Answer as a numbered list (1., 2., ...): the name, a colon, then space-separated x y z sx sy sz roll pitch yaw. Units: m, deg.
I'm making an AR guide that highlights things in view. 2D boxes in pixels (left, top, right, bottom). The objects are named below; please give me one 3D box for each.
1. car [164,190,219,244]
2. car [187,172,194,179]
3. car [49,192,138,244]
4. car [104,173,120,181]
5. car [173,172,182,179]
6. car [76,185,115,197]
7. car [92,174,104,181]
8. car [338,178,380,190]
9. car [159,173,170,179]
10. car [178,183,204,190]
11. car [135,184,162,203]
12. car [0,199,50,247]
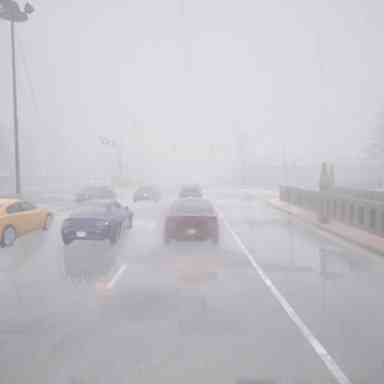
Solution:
1. car: -0.009 0.956 12.984 1.882 1.535 5.008 0 3 0
2. car: -0.478 -4.104 87.511 1.895 1.301 4.718 0 4 0
3. car: -3.510 1.012 12.870 1.812 1.442 4.674 0 4 0
4. car: -17.915 -3.558 76.333 2.097 1.767 4.553 0 4 0
5. car: -3.975 -4.129 87.041 2.033 1.411 5.357 0 4 0
6. car: -7.104 0.203 24.966 2.033 1.411 5.357 0 4 0
7. car: -21.415 -3.433 76.292 1.882 1.535 5.008 0 4 0
8. car: 21.152 -1.031 42.122 4.892 1.490 1.837 0 4 2
9. car: -7.482 -4.388 88.227 2.097 1.767 4.553 0 4 0
10. car: -0.092 0.009 27.153 1.837 1.490 4.892 0 4 0
11. car: -3.591 0.043 27.513 1.994 1.385 4.181 0 4 0
12. car: -7.011 0.986 12.520 1.882 1.535 5.008 0 4 0
